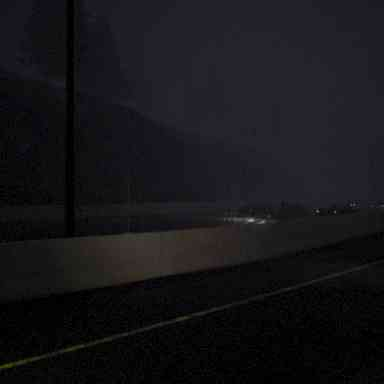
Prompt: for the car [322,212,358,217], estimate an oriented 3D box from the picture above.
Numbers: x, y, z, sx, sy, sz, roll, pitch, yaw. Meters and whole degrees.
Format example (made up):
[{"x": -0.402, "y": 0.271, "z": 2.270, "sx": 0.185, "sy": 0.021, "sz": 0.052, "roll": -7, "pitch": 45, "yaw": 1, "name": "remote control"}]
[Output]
[{"x": 12.446, "y": 1.691, "z": 28.561, "sx": 4.718, "sy": 1.301, "sz": 1.895, "roll": 0, "pitch": 0, "yaw": -45, "name": "car"}]
